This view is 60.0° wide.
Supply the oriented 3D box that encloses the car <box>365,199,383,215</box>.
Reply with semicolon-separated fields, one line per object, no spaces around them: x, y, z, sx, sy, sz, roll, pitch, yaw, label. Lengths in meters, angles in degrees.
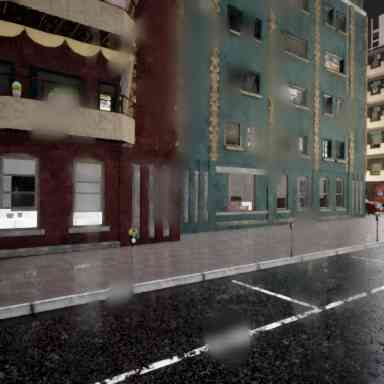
15.666;1.240;32.182;2.192;1.841;5.009;1;0;-36;car
